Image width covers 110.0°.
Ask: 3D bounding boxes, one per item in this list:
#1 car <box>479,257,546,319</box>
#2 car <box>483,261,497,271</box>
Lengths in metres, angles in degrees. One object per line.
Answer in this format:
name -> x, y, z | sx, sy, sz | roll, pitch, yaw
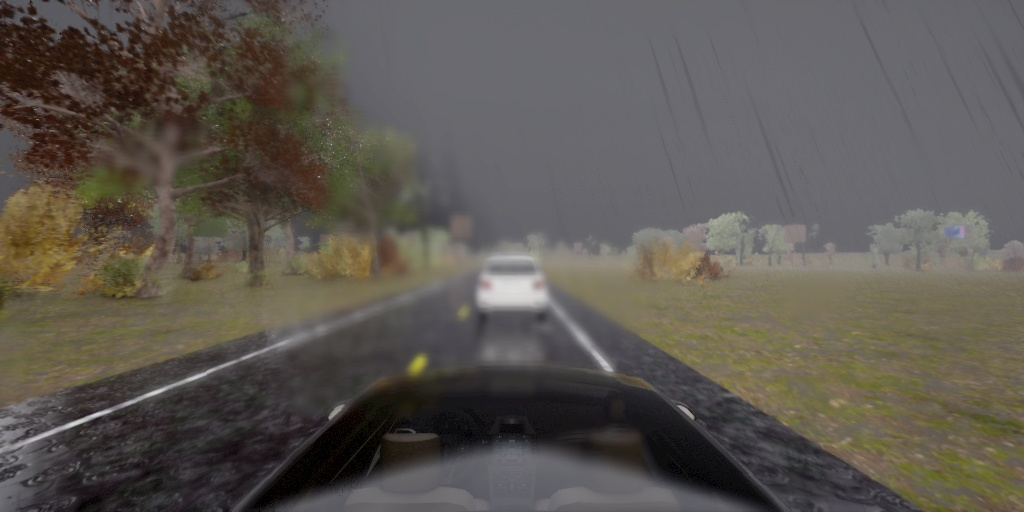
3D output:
car -> 0.038, 1.041, 13.287 | 2.150, 2.045, 5.566 | 0, 0, 1
car -> -3.554, 1.569, 58.678 | 1.837, 1.490, 4.892 | 0, 0, 0
